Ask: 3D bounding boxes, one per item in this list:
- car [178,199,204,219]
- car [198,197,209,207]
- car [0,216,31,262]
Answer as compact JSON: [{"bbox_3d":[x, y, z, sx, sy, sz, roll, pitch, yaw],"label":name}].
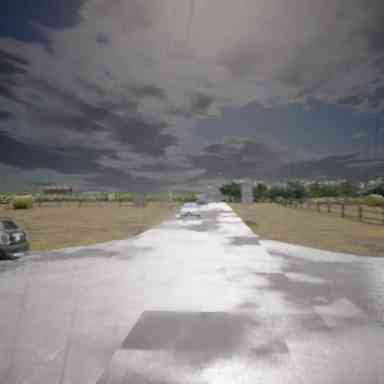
[{"bbox_3d":[-0.109,1.760,32.192,1.812,1.442,4.674,-1,0,4],"label":"car"},{"bbox_3d":[1.851,1.574,57.915,2.097,1.767,4.553,-1,0,4],"label":"car"},{"bbox_3d":[-7.923,1.551,10.964,4.553,1.767,2.097,1,-4,-4],"label":"car"}]
